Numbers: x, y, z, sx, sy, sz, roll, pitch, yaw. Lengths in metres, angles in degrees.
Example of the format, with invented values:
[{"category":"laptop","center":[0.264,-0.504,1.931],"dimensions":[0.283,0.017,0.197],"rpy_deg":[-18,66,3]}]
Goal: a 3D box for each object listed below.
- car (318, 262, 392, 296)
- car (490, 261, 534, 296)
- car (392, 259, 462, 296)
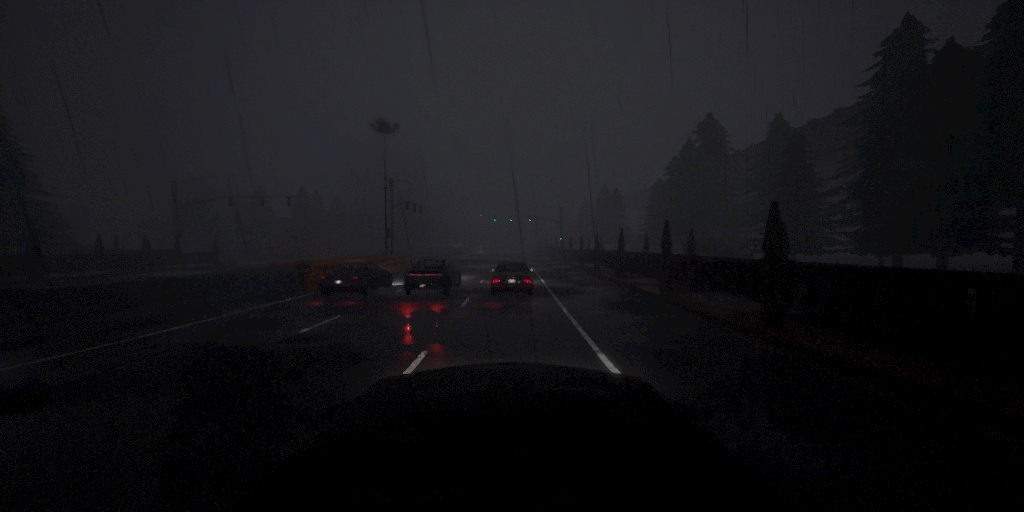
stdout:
[{"category":"car","center":[-6.993,0.941,16.465],"dimensions":[1.994,1.385,4.181],"rpy_deg":[0,2,0]},{"category":"car","center":[0.007,0.934,16.427],"dimensions":[2.033,1.411,5.357],"rpy_deg":[0,2,0]},{"category":"car","center":[-3.493,0.865,16.443],"dimensions":[2.128,1.511,4.902],"rpy_deg":[0,2,0]}]
